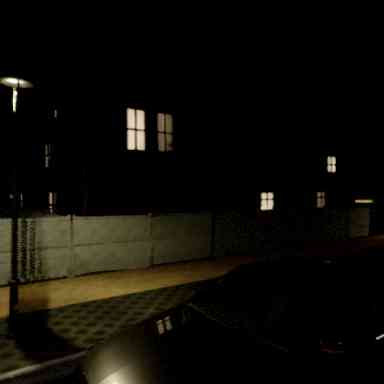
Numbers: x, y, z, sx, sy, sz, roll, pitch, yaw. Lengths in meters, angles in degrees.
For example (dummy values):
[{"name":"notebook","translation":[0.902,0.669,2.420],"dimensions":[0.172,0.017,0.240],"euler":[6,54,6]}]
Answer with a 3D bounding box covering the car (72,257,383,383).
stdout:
[{"name":"car","translation":[1.080,1.550,3.720],"dimensions":[4.674,1.442,1.812],"euler":[1,0,-36]}]
